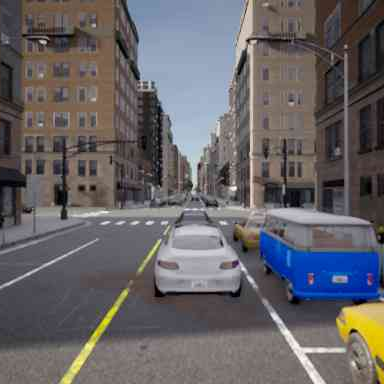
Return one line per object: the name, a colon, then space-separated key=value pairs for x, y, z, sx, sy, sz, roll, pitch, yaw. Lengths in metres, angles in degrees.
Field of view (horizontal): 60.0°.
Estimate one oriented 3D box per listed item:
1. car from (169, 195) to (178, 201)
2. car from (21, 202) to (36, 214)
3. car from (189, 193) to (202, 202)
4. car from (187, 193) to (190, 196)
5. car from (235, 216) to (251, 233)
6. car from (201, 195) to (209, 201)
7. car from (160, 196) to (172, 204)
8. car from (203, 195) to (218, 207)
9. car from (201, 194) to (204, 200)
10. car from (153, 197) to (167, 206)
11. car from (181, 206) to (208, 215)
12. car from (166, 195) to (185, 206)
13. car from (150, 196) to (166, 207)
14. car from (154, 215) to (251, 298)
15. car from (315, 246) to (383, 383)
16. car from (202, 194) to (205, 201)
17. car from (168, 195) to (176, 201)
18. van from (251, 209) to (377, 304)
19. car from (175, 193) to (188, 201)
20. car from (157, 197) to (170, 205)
car: x=-4.951 y=1.610 z=90.019 sx=1.947 sy=1.339 sz=4.313 roll=1 pitch=0 yaw=1
car: x=-17.918 y=1.381 z=32.767 sx=4.892 sy=1.490 sz=1.837 roll=2 pitch=-1 yaw=0
car: x=0.759 y=1.566 z=79.758 sx=1.812 sy=1.442 sz=4.674 roll=0 pitch=0 yaw=1
car: x=-2.188 y=1.513 z=83.633 sx=1.882 sy=1.535 sz=5.008 roll=0 pitch=0 yaw=1
car: x=2.689 y=1.535 z=13.710 sx=1.752 sy=1.417 sz=4.829 roll=1 pitch=0 yaw=0
car: x=3.574 y=1.594 z=89.915 sx=2.008 sy=1.369 sz=4.403 roll=1 pitch=0 yaw=1
car: x=-5.255 y=1.583 z=67.903 sx=1.887 sy=1.381 sz=4.507 roll=1 pitch=0 yaw=1
car: x=3.041 y=1.596 z=51.204 sx=1.947 sy=1.339 sz=4.313 roll=1 pitch=0 yaw=1
car: x=3.193 y=1.586 z=62.264 sx=2.008 sy=1.369 sz=4.403 roll=1 pitch=0 yaw=1
car: x=-5.408 y=1.600 z=56.846 sx=1.947 sy=1.339 sz=4.313 roll=1 pitch=0 yaw=1
car: x=0.107 y=1.575 z=16.051 sx=1.994 sy=1.385 sz=4.181 roll=0 pitch=0 yaw=0
car: x=-2.688 y=1.596 z=53.524 sx=1.994 sy=1.385 sz=4.181 roll=0 pitch=0 yaw=1
car: x=-5.484 y=1.613 z=51.317 sx=1.802 sy=1.307 sz=4.206 roll=1 pitch=0 yaw=1
car: x=0.091 y=1.532 z=8.407 sx=1.812 sy=1.442 sz=4.674 roll=0 pitch=0 yaw=-1
car: x=2.677 y=1.527 z=2.363 sx=1.752 sy=1.417 sz=4.829 roll=1 pitch=0 yaw=0
car: x=3.117 y=1.578 z=56.734 sx=1.887 sy=1.381 sz=4.507 roll=1 pitch=0 yaw=1
car: x=-5.029 y=1.569 z=84.320 sx=1.752 sy=1.417 sz=4.829 roll=1 pitch=0 yaw=1
van: x=2.685 y=1.347 z=7.867 sx=1.690 sy=1.788 sz=3.998 roll=1 pitch=0 yaw=0
car: x=-2.403 y=1.545 z=68.591 sx=2.128 sy=1.511 sz=4.902 roll=0 pitch=0 yaw=1
car: x=-5.332 y=1.587 z=62.375 sx=2.008 sy=1.369 sz=4.403 roll=1 pitch=0 yaw=1
